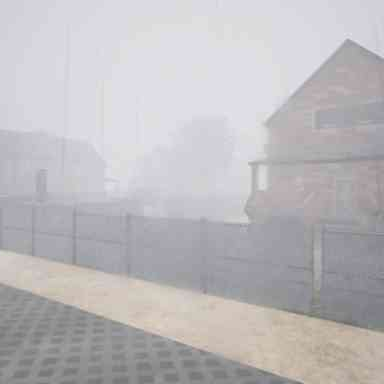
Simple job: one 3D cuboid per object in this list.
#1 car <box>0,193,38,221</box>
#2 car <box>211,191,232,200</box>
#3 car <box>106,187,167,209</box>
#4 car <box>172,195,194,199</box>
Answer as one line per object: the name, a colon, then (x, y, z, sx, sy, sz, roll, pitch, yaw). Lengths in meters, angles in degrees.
car: (-11.956, 1.008, 20.607, 2.097, 1.767, 4.553, 1, 2, 34)
car: (3.992, 0.573, 42.980, 1.994, 1.385, 4.181, 1, 2, 36)
car: (-5.142, 0.600, 30.239, 2.150, 2.045, 5.566, 1, 2, 36)
car: (-0.499, 0.935, 31.694, 1.895, 1.301, 4.718, 1, 2, 36)
